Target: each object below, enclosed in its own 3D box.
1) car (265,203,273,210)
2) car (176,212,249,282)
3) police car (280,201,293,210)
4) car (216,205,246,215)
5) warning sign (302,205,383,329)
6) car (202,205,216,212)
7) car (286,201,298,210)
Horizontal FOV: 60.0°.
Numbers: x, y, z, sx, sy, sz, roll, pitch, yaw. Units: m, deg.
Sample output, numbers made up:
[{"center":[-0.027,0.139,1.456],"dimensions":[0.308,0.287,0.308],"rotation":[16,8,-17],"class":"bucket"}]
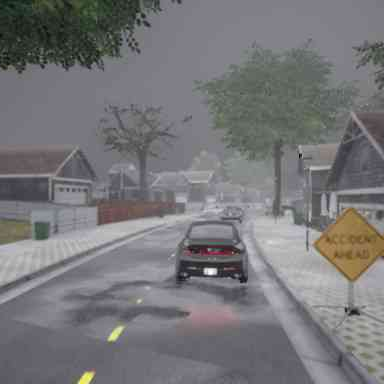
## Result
[{"center":[17.785,3.188,74.807],"dimensions":[1.882,1.535,5.008],"rotation":[0,-2,24],"class":"car"},{"center":[0.648,1.597,10.085],"dimensions":[1.837,1.490,4.892],"rotation":[0,0,5],"class":"car"},{"center":[20.306,3.054,71.672],"dimensions":[1.930,1.638,5.238],"rotation":[0,-2,24],"class":"police car"},{"center":[3.788,1.990,30.144],"dimensions":[2.033,1.411,5.357],"rotation":[0,-1,13],"class":"car"},{"center":[2.666,1.160,5.585],"dimensions":[1.300,1.860,1.060],"rotation":[-1,-1,3],"class":"warning sign"},{"center":[2.284,2.098,36.024],"dimensions":[1.812,1.442,4.674],"rotation":[0,-1,15],"class":"car"},{"center":[24.265,3.215,80.827],"dimensions":[2.150,2.045,5.566],"rotation":[0,-2,23],"class":"car"}]
